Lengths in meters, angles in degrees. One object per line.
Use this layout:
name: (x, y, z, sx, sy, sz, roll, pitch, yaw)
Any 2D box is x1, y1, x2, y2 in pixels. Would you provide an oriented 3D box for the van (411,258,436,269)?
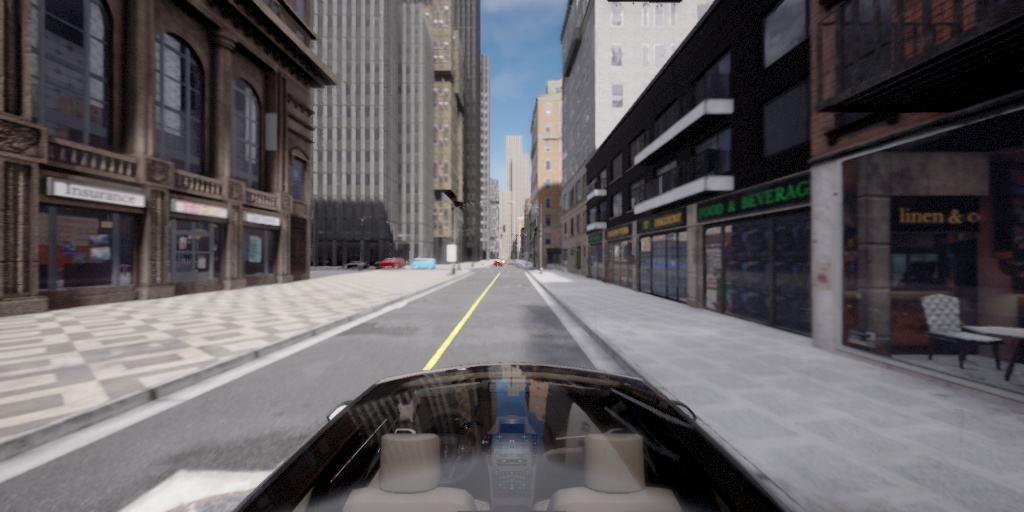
van: (-14.724, 1.280, 60.032, 3.998, 1.789, 1.690, 0, 0, -1)

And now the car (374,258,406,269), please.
car: (-20.365, 1.252, 59.946, 5.009, 1.841, 2.192, 0, 0, -1)

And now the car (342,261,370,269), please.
car: (-26.004, 1.500, 59.860, 4.313, 1.339, 1.948, 0, 0, -1)
